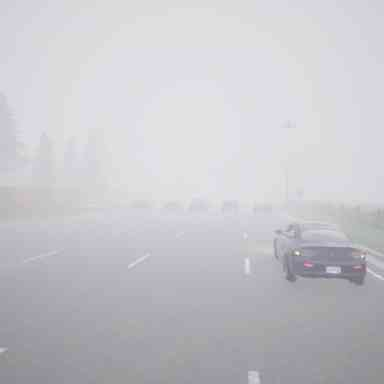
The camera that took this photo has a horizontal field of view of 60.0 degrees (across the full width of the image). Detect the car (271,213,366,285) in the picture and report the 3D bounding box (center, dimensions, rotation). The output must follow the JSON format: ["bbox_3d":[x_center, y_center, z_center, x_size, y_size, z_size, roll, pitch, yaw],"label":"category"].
[{"bbox_3d":[3.502,1.570,9.676,1.812,1.442,4.674,1,0,9],"label":"car"}]

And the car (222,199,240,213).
[{"bbox_3d":[4.542,1.597,38.993,1.837,1.490,4.892,1,0,9],"label":"car"}]

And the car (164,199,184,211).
[{"bbox_3d":[-2.230,1.555,40.995,1.812,1.442,4.674,1,0,9],"label":"car"}]

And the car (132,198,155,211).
[{"bbox_3d":[-5.847,1.486,40.514,2.128,1.511,4.902,1,0,9],"label":"car"}]

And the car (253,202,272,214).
[{"bbox_3d":[7.749,1.721,36.848,1.895,1.301,4.718,1,0,9],"label":"car"}]

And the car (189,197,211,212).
[{"bbox_3d":[1.030,1.411,39.174,2.097,1.767,4.553,1,0,9],"label":"car"}]
